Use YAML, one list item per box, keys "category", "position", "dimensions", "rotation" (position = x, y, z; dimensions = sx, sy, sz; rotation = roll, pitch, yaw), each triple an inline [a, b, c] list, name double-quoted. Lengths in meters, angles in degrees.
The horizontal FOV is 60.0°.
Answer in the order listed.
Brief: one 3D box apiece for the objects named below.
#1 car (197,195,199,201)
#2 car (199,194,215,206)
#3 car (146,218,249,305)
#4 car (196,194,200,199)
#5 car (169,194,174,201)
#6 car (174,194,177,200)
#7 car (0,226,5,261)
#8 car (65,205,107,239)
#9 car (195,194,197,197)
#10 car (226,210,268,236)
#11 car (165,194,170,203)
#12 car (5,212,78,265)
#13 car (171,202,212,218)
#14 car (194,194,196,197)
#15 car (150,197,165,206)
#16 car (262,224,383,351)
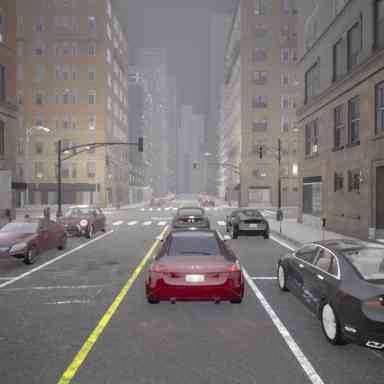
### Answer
- category: "car"
  position: [2.590, 1.607, 65.080]
  dimensions: [2.008, 1.369, 4.403]
  rotation: [0, 0, 0]
- category: "car"
  position: [2.623, 1.476, 54.263]
  dimensions: [1.967, 1.590, 4.097]
  rotation: [0, 0, 0]
- category: "car"
  position: [0.042, 1.564, 8.168]
  dimensions: [1.994, 1.385, 4.181]
  rotation: [0, 0, -1]
- category: "car"
  position: [2.555, 1.524, 75.898]
  dimensions: [1.967, 1.590, 4.097]
  rotation: [0, 0, 0]
- category: "car"
  position: [-5.986, 1.626, 81.106]
  dimensions: [1.752, 1.417, 4.829]
  rotation: [0, 0, 0]
- category: "car"
  position: [-6.022, 1.457, 92.093]
  dimensions: [2.192, 1.841, 5.009]
  rotation: [0, 0, 0]
- category: "car"
  position: [-5.697, 1.566, 6.128]
  dimensions: [1.947, 1.339, 4.313]
  rotation: [0, 0, 0]
- category: "car"
  position: [-5.752, 1.441, 17.131]
  dimensions: [1.967, 1.590, 4.097]
  rotation: [0, 0, 0]
- category: "car"
  position: [2.520, 1.560, 86.716]
  dimensions: [1.967, 1.590, 4.097]
  rotation: [0, 0, 0]
- category: "car"
  position: [2.774, 1.566, 17.173]
  dimensions: [1.947, 1.339, 4.313]
  rotation: [0, 0, 0]
- category: "car"
  position: [-5.935, 1.607, 65.050]
  dimensions: [2.008, 1.369, 4.403]
  rotation: [0, 0, 0]
- category: "car"
  position: [-5.724, 1.582, 11.629]
  dimensions: [1.802, 1.307, 4.206]
  rotation: [0, 0, 0]
- category: "car"
  position: [-0.046, 1.506, 17.081]
  dimensions: [1.837, 1.490, 4.892]
  rotation: [0, 0, 0]
- category: "car"
  position: [2.502, 1.457, 92.126]
  dimensions: [2.192, 1.841, 5.009]
  rotation: [0, 0, 0]
- category: "car"
  position: [-5.901, 1.618, 54.233]
  dimensions: [1.802, 1.307, 4.206]
  rotation: [0, 0, 0]
- category: "car"
  position: [2.828, 1.551, 6.170]
  dimensions: [2.008, 1.369, 4.403]
  rotation: [0, 0, 0]
